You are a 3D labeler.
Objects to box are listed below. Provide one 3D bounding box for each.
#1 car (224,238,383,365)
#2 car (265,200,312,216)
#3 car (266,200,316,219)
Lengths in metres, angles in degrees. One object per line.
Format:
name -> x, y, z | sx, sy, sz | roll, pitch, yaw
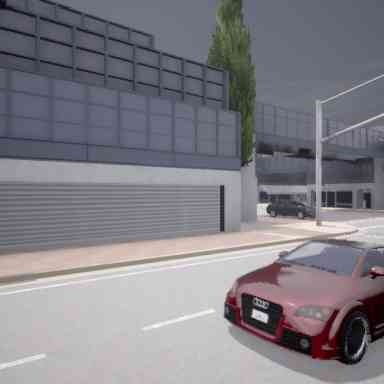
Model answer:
car -> 2.576, 1.564, 5.856 | 4.181, 1.385, 1.994 | 0, 0, -36
car -> 9.673, 1.564, 33.468 | 1.994, 1.385, 4.181 | 0, 0, -37
car -> 8.705, 1.505, 28.915 | 1.837, 1.490, 4.892 | 0, 0, -37
